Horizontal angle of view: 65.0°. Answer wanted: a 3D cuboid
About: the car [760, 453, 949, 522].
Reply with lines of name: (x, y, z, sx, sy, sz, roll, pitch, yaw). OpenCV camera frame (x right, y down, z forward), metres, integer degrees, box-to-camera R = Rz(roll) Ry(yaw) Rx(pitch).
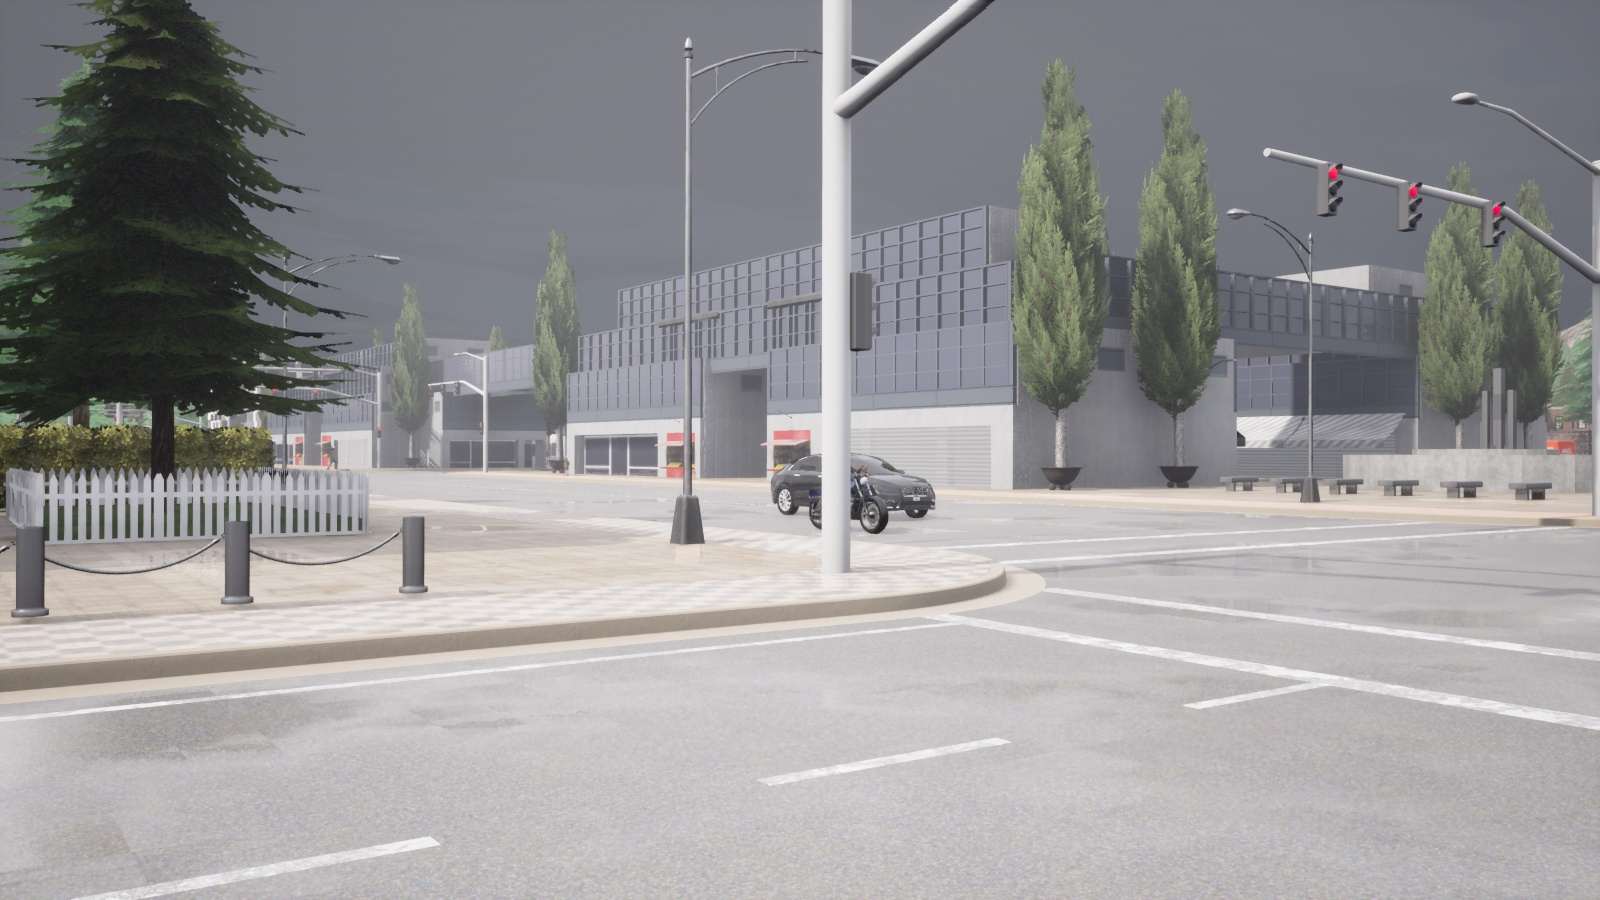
car: (1.174, 0.820, 29.581, 1.837, 1.490, 4.892, 0, 0, -35)

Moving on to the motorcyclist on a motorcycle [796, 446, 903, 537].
motorcyclist on a motorcycle: (0.901, 0.752, 23.853, 0.766, 1.649, 2.350, 0, 0, -35)
